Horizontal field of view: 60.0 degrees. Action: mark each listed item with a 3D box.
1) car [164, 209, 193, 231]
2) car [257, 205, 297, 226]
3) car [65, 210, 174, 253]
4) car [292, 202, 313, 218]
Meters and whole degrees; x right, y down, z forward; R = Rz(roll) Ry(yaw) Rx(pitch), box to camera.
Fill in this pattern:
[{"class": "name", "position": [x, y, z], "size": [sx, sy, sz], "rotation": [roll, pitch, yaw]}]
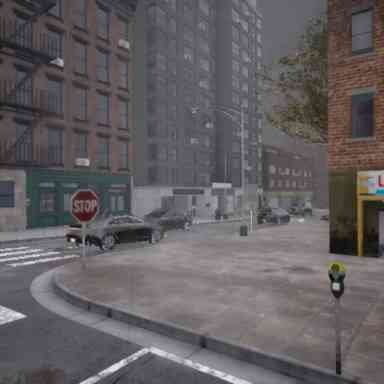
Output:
[{"class": "car", "position": [-1.866, 1.939, 22.188], "size": [1.837, 1.490, 4.892], "rotation": [-1, -2, 36]}, {"class": "car", "position": [7.599, 2.229, 30.296], "size": [1.837, 1.490, 4.892], "rotation": [-1, -2, 36]}, {"class": "car", "position": [-3.297, 1.745, 15.145], "size": [2.128, 1.511, 4.902], "rotation": [-1, -2, 36]}, {"class": "car", "position": [14.704, 2.372, 45.123], "size": [2.150, 2.045, 5.566], "rotation": [-1, -2, 36]}]
